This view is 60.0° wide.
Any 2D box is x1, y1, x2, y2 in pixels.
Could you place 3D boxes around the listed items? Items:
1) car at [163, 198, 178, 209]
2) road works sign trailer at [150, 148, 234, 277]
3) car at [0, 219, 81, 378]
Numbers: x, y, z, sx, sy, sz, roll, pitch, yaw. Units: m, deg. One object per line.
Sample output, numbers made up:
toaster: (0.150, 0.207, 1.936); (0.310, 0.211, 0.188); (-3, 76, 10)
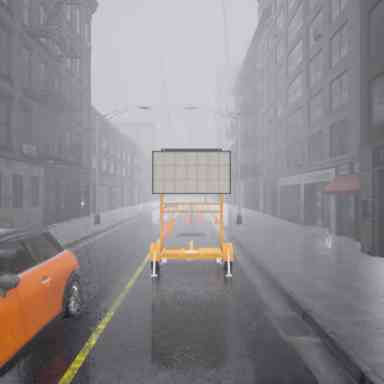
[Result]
car: (-3.067, 1.583, 47.601); (1.812, 1.442, 4.674); (0, 0, 0)
road works sign trailer: (-0.013, 0.467, 10.262); (2.380, 3.560, 2.880); (0, 0, 0)
car: (-3.106, 1.352, 4.300); (2.097, 1.767, 4.553); (0, 0, 0)
